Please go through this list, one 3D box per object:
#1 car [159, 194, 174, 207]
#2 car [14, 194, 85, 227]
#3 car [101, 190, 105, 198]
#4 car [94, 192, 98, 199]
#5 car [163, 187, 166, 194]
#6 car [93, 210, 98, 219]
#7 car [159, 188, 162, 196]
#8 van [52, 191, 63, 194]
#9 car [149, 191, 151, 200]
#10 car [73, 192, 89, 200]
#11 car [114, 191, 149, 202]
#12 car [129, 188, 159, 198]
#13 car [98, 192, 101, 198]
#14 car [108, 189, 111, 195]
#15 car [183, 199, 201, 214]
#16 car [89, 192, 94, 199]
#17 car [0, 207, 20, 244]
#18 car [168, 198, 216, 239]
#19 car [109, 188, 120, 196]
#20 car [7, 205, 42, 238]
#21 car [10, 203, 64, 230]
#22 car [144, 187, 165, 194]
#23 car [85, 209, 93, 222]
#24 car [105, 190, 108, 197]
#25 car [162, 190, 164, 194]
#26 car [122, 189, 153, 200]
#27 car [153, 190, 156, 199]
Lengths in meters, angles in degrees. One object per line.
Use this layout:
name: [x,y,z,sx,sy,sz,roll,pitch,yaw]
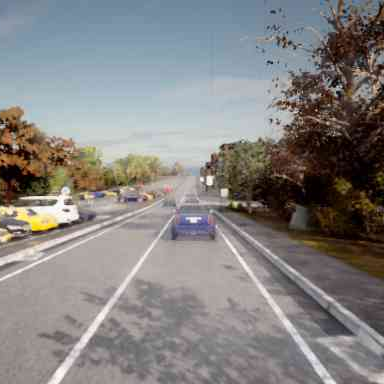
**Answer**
car: [-3.424,1.491,50.791,2.033,1.411,5.357,0,1,0]
car: [-10.161,1.312,21.265,5.566,2.045,2.435,0,0,0]
car: [-23.242,0.791,76.012,5.008,1.535,2.097,0,1,0]
car: [-23.458,0.883,70.567,5.366,1.575,1.946,0,1,0]
car: [-10.132,0.260,90.055,4.553,1.767,2.185,0,2,0]
car: [-10.082,1.623,26.816,4.792,1.488,2.163,0,0,0]
car: [-10.122,0.602,78.918,4.553,1.767,2.185,0,1,0]
van: [-23.212,0.741,56.607,4.442,1.987,1.878,1,0,0]
car: [-10.275,0.993,59.414,4.792,1.488,2.163,0,0,0]
car: [-23.328,0.970,64.979,4.792,1.488,2.163,0,0,0]
car: [-10.229,0.998,56.630,4.792,1.488,2.163,0,0,0]
car: [-10.234,0.670,67.770,5.566,2.045,2.435,0,1,0]
car: [-23.231,0.875,73.222,4.792,1.488,2.163,0,1,0]
car: [-23.214,0.653,81.719,4.892,1.521,2.231,0,1,0]
car: [-0.004,1.508,36.507,1.837,1.490,4.892,0,0,0]
car: [-23.472,0.915,67.772,5.366,1.575,1.946,0,1,0]
car: [-9.980,1.515,12.935,5.366,1.575,1.946,0,0,0]
car: [0.070,1.344,17.302,2.097,1.767,4.553,0,0,0]
car: [-22.996,0.385,89.948,5.366,1.575,1.946,0,2,0]
car: [-10.161,1.534,15.711,4.892,1.521,2.231,0,0,0]
car: [-10.329,1.545,18.488,5.366,1.575,1.946,0,0,0]
car: [-10.145,0.359,87.277,4.553,1.767,2.185,0,2,0]
car: [-10.127,1.578,24.040,5.008,1.535,2.097,0,0,0]
car: [-23.229,0.728,78.802,5.008,1.535,2.097,0,1,0]
car: [-10.111,0.684,81.709,4.792,1.488,2.163,0,2,0]
car: [-10.264,0.831,62.199,4.553,1.767,2.185,0,0,0]
car: [-10.214,0.944,64.979,5.008,1.535,2.097,0,1,0]
